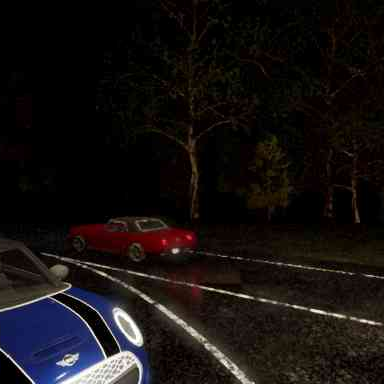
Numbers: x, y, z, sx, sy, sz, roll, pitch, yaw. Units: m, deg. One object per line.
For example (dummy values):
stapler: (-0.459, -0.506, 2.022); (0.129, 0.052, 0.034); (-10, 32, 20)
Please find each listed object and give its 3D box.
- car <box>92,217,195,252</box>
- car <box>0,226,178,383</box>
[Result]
car: (-2.294, 1.551, 11.759); (4.718, 1.301, 1.895); (0, 0, 36)
car: (-2.634, 1.338, 3.756); (4.553, 1.767, 2.097); (1, 0, 35)
